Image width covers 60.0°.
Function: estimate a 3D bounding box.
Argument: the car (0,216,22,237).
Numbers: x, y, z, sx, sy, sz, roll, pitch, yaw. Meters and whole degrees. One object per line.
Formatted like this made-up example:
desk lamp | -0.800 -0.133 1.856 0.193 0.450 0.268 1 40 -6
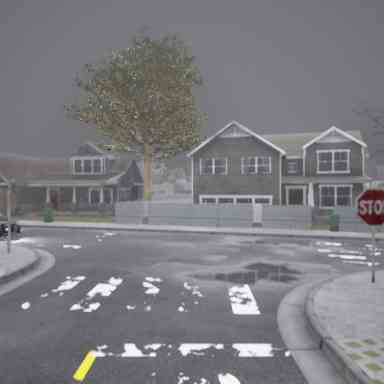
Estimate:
car | -10.303 1.511 15.757 4.181 1.385 1.994 0 0 15
